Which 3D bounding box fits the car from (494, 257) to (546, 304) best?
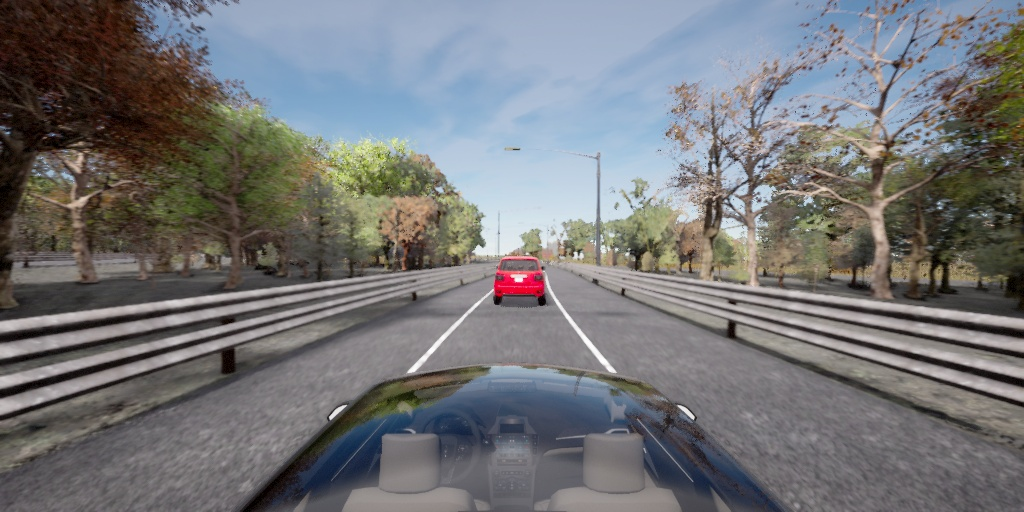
[{"bbox_3d":[0.410,1.060,17.001,2.150,2.045,5.566,0,0,3],"label":"car"}]
